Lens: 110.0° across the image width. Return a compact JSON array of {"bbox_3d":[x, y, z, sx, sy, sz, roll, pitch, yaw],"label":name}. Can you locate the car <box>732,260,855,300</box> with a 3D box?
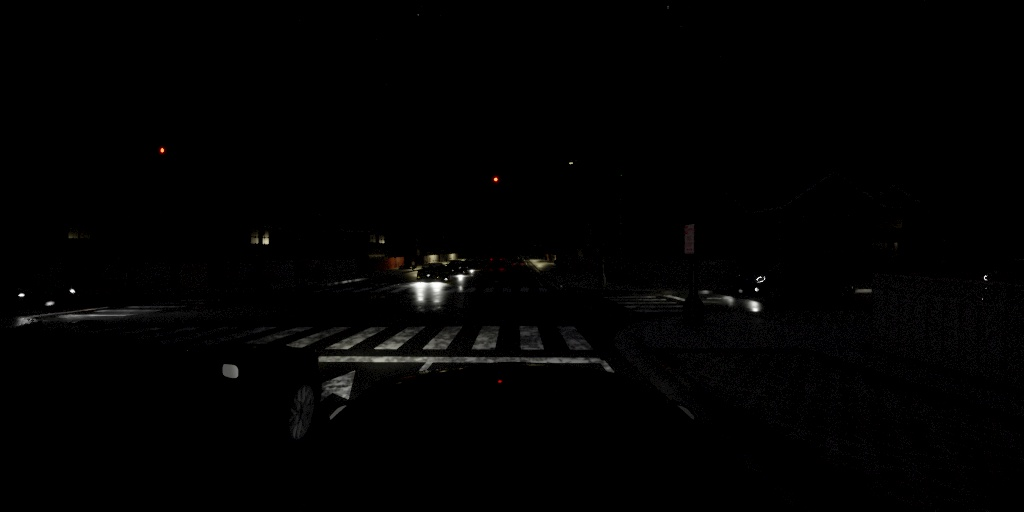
[{"bbox_3d":[12.642,0.995,16.342,4.553,1.767,2.097,0,0,-1],"label":"car"}]

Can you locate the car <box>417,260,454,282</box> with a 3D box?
[{"bbox_3d":[-6.144,1.252,28.471,1.994,1.385,4.181,0,0,1],"label":"car"}]

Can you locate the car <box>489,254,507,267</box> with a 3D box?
[{"bbox_3d":[-2.251,0.632,55.326,2.150,2.045,5.566,0,0,1],"label":"car"}]

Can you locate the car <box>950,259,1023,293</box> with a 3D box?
[{"bbox_3d":[22.716,0.914,16.446,4.553,1.767,2.097,0,0,0],"label":"car"}]

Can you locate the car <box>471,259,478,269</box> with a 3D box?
[{"bbox_3d":[-5.780,1.062,49.407,2.033,1.411,5.357,0,1,2],"label":"car"}]

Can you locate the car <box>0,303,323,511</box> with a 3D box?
[{"bbox_3d":[-3.153,1.228,2.180,1.882,1.535,5.008,0,0,1],"label":"car"}]

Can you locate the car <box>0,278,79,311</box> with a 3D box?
[{"bbox_3d":[-19.652,1.496,13.599,4.718,1.301,1.895,0,0,1],"label":"car"}]

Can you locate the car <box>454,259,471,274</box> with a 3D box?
[{"bbox_3d":[-5.975,1.167,38.764,1.812,1.442,4.674,0,0,1],"label":"car"}]
